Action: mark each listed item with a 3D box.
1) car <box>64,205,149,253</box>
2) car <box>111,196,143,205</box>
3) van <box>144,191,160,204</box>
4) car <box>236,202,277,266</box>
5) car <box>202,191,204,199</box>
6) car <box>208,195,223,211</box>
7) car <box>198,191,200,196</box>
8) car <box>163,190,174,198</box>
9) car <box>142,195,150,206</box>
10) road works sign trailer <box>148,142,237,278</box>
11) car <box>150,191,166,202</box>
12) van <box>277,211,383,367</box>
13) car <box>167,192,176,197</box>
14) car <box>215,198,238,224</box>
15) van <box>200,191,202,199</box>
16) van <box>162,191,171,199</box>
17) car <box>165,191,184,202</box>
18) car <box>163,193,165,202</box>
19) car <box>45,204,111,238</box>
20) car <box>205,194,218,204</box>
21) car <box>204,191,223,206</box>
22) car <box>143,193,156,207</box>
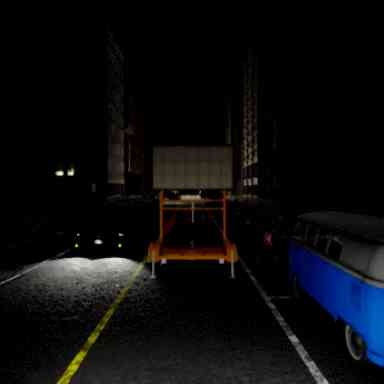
[{"bbox_3d":[-3.066,1.422,12.857,1.994,1.385,4.181,0,1,0],"label":"car"},{"bbox_3d":[-5.686,1.250,27.840,2.008,1.369,4.403,0,1,0],"label":"car"},{"bbox_3d":[-5.640,0.867,44.665,1.690,1.788,3.998,0,1,0],"label":"van"},{"bbox_3d":[2.793,1.318,11.002,1.967,1.590,4.097,0,1,0],"label":"car"},{"bbox_3d":[2.885,0.841,44.654,2.192,1.841,5.009,0,1,0],"label":"car"},{"bbox_3d":[2.854,1.223,33.439,1.802,1.307,4.206,0,1,0],"label":"car"},{"bbox_3d":[2.962,0.556,72.698,2.192,1.841,5.009,0,1,0],"label":"car"},{"bbox_3d":[-5.548,0.499,78.320,2.192,1.841,5.009,0,1,0],"label":"car"},{"bbox_3d":[-5.671,1.223,33.449,1.802,1.307,4.206,0,1,0],"label":"car"},{"bbox_3d":[0.026,0.356,9.724,2.380,3.560,2.880,0,1,0],"label":"road works sign trailer"},{"bbox_3d":[-5.609,0.726,55.883,2.192,1.841,5.009,0,1,0],"label":"car"},{"bbox_3d":[2.778,1.280,5.392,1.690,1.788,3.998,0,1,0],"label":"van"},{"bbox_3d":[-5.517,0.623,89.540,2.008,1.369,4.403,0,1,0],"label":"car"},{"bbox_3d":[2.823,1.324,22.221,1.947,1.339,4.313,0,1,0],"label":"car"},{"bbox_3d":[2.931,0.695,61.480,1.690,1.788,3.998,0,1,0],"label":"van"},{"bbox_3d":[-5.563,0.582,72.711,1.690,1.788,3.998,0,1,0],"label":"van"},{"bbox_3d":[-2.927,0.771,55.183,2.097,1.767,4.553,0,1,0],"label":"car"},{"bbox_3d":[-5.625,0.909,50.275,1.967,1.590,4.097,0,1,0],"label":"car"},{"bbox_3d":[-5.717,1.384,16.622,1.947,1.339,4.313,0,1,0],"label":"car"},{"bbox_3d":[2.901,0.992,50.435,1.752,1.417,4.829,0,1,0],"label":"car"},{"bbox_3d":[2.870,0.898,39.045,2.192,1.841,5.009,0,1,0],"label":"car"},{"bbox_3d":[-5.656,1.110,38.888,1.752,1.417,4.829,0,1,0],"label":"car"}]
